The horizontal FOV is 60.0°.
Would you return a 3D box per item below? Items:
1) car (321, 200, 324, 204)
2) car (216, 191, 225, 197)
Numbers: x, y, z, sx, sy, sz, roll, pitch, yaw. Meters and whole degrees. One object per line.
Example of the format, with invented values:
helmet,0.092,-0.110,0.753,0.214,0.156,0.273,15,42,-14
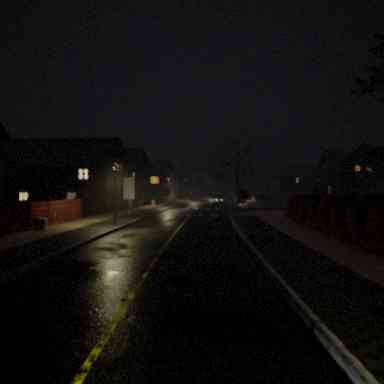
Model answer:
car,14.694,1.031,31.287,5.357,1.411,2.033,-1,1,17
car,6.929,0.566,80.558,2.033,1.411,5.357,0,0,13
